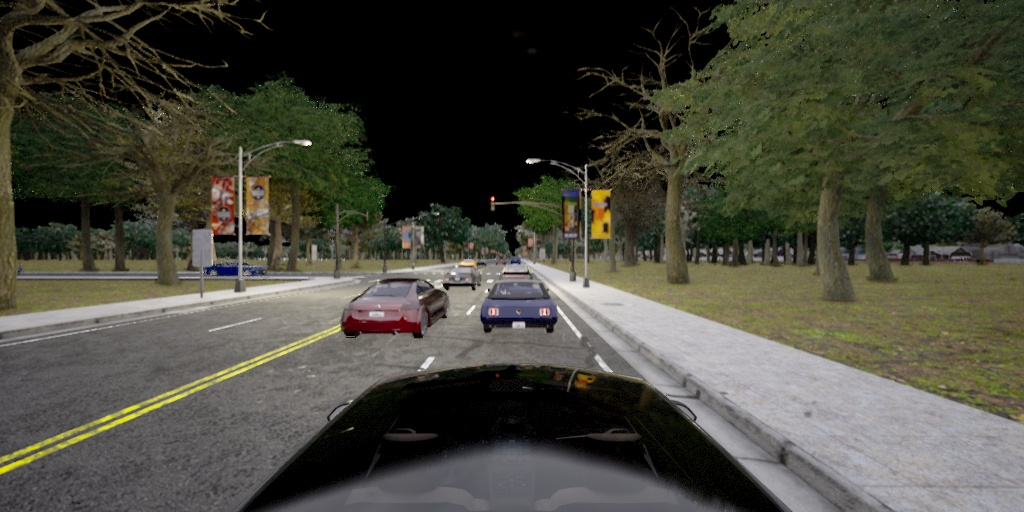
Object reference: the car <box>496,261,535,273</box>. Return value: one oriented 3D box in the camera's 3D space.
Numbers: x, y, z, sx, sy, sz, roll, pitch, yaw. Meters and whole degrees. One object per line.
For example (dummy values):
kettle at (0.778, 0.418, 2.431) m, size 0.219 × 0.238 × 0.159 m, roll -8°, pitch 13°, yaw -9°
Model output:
car at (0.272, 1.234, 20.727) m, size 2.128 × 1.511 × 4.902 m, roll 0°, pitch 0°, yaw 2°

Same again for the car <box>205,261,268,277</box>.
car at (-25.307, 1.191, 33.027) m, size 5.008 × 1.535 × 1.882 m, roll 0°, pitch 0°, yaw 1°

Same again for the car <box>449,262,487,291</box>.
car at (-2.946, 1.290, 21.974) m, size 2.033 × 1.411 × 5.357 m, roll 0°, pitch 0°, yaw 1°

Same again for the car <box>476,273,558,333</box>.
car at (0.189, 1.347, 10.692) m, size 1.895 × 1.301 × 4.718 m, roll 0°, pitch 0°, yaw 1°

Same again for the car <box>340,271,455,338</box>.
car at (-3.069, 1.309, 10.219) m, size 1.994 × 1.385 × 4.181 m, roll 0°, pitch 0°, yaw 1°

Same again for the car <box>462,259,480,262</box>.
car at (-6.101, 1.219, 50.177) m, size 1.882 × 1.535 × 5.008 m, roll 0°, pitch 0°, yaw 1°

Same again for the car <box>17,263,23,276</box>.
car at (-49.285, 0.917, 33.328) m, size 5.566 × 2.045 × 2.150 m, roll 0°, pitch 0°, yaw 1°
